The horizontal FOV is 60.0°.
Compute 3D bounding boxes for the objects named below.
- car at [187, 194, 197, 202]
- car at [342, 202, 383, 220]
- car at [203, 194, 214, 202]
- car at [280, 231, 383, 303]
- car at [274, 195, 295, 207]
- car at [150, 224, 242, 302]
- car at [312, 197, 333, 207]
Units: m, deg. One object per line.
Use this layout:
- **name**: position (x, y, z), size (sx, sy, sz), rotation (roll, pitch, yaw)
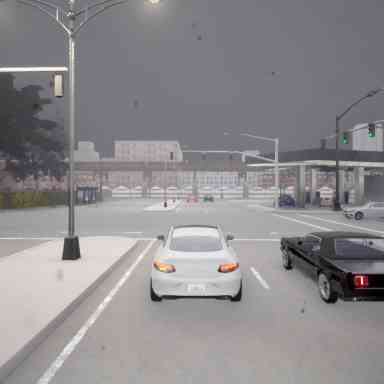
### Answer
- **car**: position (0.028, 1.250, 72.332), size (2.097, 1.767, 4.553), rotation (0, 0, 0)
- **car**: position (14.899, 1.523, 27.498), size (4.674, 1.442, 1.812), rotation (0, 0, -1)
- **car**: position (3.528, 1.257, 72.331), size (2.097, 1.767, 4.553), rotation (0, 0, 0)
- **car**: position (3.591, 1.599, 8.128), size (1.895, 1.301, 4.718), rotation (0, 0, 0)
- **car**: position (13.230, 1.262, 47.682), size (2.242, 1.667, 4.611), rotation (0, 0, 0)
- **car**: position (0.085, 1.517, 8.145), size (1.812, 1.442, 4.674), rotation (0, 0, 0)
- **car**: position (18.975, 1.434, 48.443), size (1.970, 1.475, 3.806), rotation (0, 0, 0)
